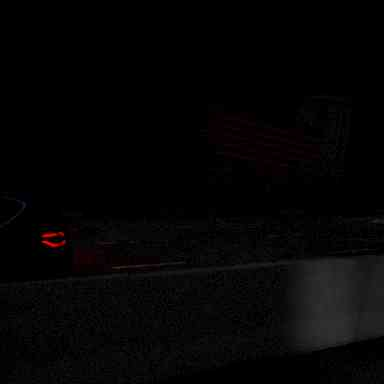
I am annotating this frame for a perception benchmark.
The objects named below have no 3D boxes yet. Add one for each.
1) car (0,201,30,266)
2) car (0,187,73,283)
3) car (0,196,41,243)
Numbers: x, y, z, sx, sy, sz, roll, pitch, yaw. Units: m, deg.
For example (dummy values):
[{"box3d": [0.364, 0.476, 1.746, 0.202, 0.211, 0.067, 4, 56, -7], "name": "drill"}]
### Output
[{"box3d": [-6.979, 1.035, 8.472, 5.008, 1.535, 1.882, 1, 2, -22], "name": "car"}, {"box3d": [-4.919, 0.917, 5.520, 5.566, 2.045, 2.150, 1, 2, -22], "name": "car"}, {"box3d": [-8.105, 0.924, 11.788, 4.902, 1.511, 2.128, 1, 2, -22], "name": "car"}]
